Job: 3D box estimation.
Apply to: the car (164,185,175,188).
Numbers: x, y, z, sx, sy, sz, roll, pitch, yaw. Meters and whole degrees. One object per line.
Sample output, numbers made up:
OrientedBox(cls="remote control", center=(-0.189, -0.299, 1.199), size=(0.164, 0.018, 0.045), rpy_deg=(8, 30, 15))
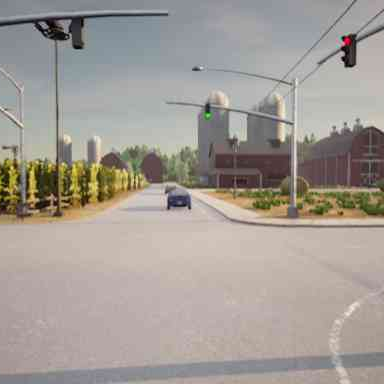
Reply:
OrientedBox(cls="car", center=(-3.350, -0.388, 52.553), size=(2.128, 1.511, 4.902), rpy_deg=(0, 2, -5))

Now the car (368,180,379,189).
OrientedBox(cls="car", center=(42.356, -1.713, 77.263), size=(1.905, 1.878, 3.866), rpy_deg=(10, 10, 41))

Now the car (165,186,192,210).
OrientedBox(cls="car", center=(-1.116, 0.568, 27.314), size=(1.882, 1.535, 5.008), rpy_deg=(0, 2, -5))
